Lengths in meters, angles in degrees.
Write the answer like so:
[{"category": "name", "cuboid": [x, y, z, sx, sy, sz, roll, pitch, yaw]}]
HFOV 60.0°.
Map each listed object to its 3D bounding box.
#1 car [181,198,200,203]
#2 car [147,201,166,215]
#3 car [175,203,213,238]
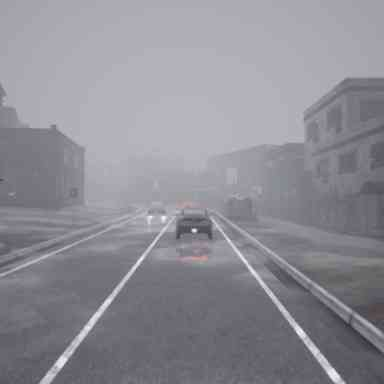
[{"category": "car", "cuboid": [-0.146, 1.541, 39.078, 2.097, 1.767, 4.553, 0, 0, -3]}, {"category": "car", "cuboid": [-3.719, 1.697, 35.766, 1.812, 1.442, 4.674, 0, 0, -2]}, {"category": "car", "cuboid": [0.117, 1.593, 18.291, 1.837, 1.490, 4.892, 0, 0, 0]}]
